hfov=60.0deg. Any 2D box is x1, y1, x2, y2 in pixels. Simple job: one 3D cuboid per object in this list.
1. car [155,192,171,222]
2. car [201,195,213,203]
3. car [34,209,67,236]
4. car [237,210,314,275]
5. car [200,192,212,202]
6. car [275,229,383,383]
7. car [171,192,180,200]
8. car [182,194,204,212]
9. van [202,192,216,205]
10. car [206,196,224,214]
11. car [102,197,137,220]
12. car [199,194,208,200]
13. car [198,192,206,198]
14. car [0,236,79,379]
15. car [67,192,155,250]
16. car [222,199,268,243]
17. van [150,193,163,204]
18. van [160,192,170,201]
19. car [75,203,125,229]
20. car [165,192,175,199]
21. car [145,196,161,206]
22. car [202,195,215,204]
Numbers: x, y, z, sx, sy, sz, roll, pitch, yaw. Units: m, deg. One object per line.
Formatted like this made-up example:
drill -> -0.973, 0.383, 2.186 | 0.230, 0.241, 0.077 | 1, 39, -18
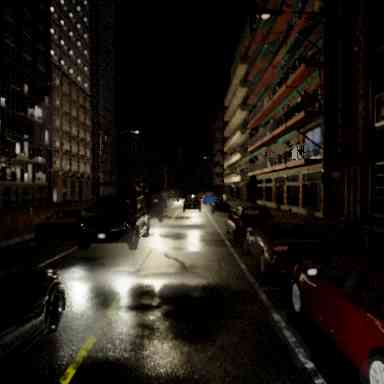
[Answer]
car -> -3.066, 1.062, 24.871 | 2.150, 2.045, 5.566 | 0, 0, 1
car -> 2.697, 1.189, 59.777 | 2.008, 1.369, 4.403 | 0, 0, 0
car -> -5.692, 1.443, 15.559 | 1.887, 1.381, 4.507 | 0, 0, 0
car -> 2.687, 1.478, 10.029 | 1.887, 1.381, 4.507 | 0, 0, 0
car -> 2.695, 0.924, 65.304 | 2.192, 1.841, 5.009 | 0, 0, 0
car -> 2.686, 1.514, 4.502 | 1.887, 1.381, 4.507 | 0, 0, 0
car -> -2.990, 0.656, 51.385 | 2.097, 1.767, 4.553 | 0, 0, 0
car -> 0.012, 1.257, 35.106 | 1.882, 1.535, 5.008 | 0, 1, 0
van -> 2.694, 1.042, 48.721 | 1.690, 1.788, 3.998 | 0, 0, 0
car -> 2.691, 1.363, 32.140 | 1.947, 1.339, 4.313 | 0, 0, 0
car -> -5.691, 1.270, 26.614 | 1.967, 1.590, 4.097 | 0, 0, 0
car -> 2.700, 1.116, 76.360 | 1.947, 1.339, 4.313 | 0, 0, 0
car -> 2.702, 0.908, 92.942 | 1.967, 1.590, 4.097 | 0, 0, 0
car -> -3.084, 1.538, 3.842 | 1.994, 1.385, 4.181 | 0, 0, 1
car -> -3.079, 1.129, 14.123 | 2.150, 2.045, 5.566 | 0, 0, 0
car -> 2.687, 1.338, 15.556 | 1.967, 1.590, 4.097 | 0, 0, 0
van -> -5.686, 1.011, 54.251 | 1.690, 1.788, 3.998 | 0, 0, 0
van -> -5.683, 0.920, 70.833 | 1.690, 1.788, 3.998 | 0, 0, 0
car -> -5.691, 1.429, 21.087 | 1.947, 1.339, 4.313 | 0, 0, 0
car -> -5.680, 0.810, 87.416 | 2.192, 1.841, 5.009 | 0, 0, 0
car -> -5.686, 1.246, 48.725 | 1.887, 1.381, 4.507 | 0, 0, 0
car -> 2.696, 1.214, 54.250 | 1.887, 1.381, 4.507 | 0, 0, 0
